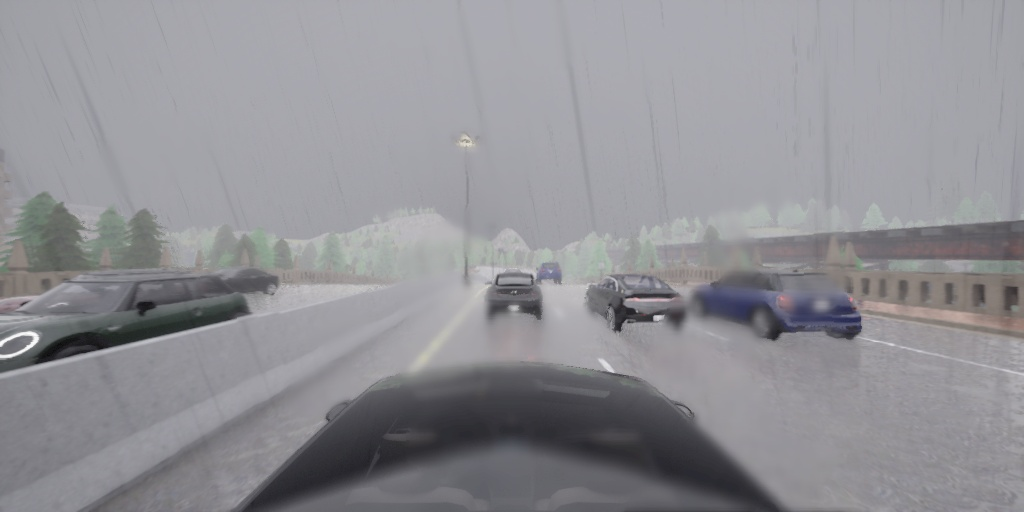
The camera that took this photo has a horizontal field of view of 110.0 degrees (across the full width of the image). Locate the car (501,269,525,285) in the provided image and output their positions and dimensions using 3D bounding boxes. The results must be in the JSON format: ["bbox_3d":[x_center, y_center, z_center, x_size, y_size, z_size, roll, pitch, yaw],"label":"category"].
[{"bbox_3d":[0.097,1.969,33.736,2.033,1.411,5.357,0,-4,0],"label":"car"}]

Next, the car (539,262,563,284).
[{"bbox_3d":[3.598,1.725,35.023,2.150,2.045,5.566,0,-4,0],"label":"car"}]

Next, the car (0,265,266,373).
[{"bbox_3d":[-7.101,1.139,6.438,2.097,1.767,4.553,0,0,0],"label":"car"}]

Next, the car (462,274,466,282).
[{"bbox_3d":[-7.078,3.158,48.792,2.097,1.767,4.553,0,-6,0],"label":"car"}]

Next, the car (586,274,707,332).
[{"bbox_3d":[3.599,1.316,11.161,2.128,1.511,4.902,0,0,0],"label":"car"}]

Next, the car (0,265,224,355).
[{"bbox_3d":[-10.601,1.164,9.596,2.097,1.767,4.553,0,0,0],"label":"car"}]

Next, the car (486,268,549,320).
[{"bbox_3d":[0.099,1.344,13.078,1.837,1.490,4.892,0,0,0],"label":"car"}]

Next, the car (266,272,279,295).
[{"bbox_3d":[-14.100,1.356,18.178,1.882,1.535,5.008,0,0,0],"label":"car"}]

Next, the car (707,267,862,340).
[{"bbox_3d":[7.098,1.169,10.353,2.097,1.767,4.553,0,-1,0],"label":"car"}]
